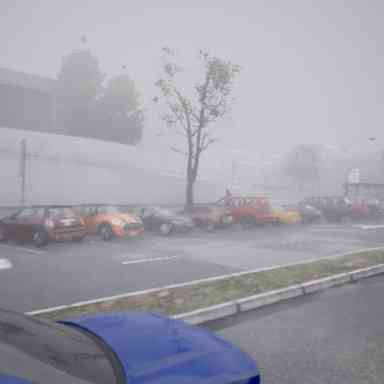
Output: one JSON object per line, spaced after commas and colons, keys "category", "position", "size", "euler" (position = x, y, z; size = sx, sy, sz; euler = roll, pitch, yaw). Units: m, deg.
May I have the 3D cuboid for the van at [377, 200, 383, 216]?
{"category": "van", "position": [15.170, 1.448, 30.785], "size": [4.442, 1.987, 1.878], "euler": [-1, -1, 35]}

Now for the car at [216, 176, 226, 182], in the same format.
{"category": "car", "position": [10.015, -3.383, 93.020], "size": [2.435, 2.045, 5.566], "euler": [7, 3, 34]}

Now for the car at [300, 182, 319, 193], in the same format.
{"category": "car", "position": [25.590, -0.678, 70.890], "size": [2.231, 1.521, 4.892], "euler": [7, 3, 35]}

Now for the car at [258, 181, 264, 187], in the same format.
{"category": "car", "position": [18.703, -1.728, 80.780], "size": [2.002, 1.452, 4.674], "euler": [7, 3, 35]}

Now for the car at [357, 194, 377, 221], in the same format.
{"category": "car", "position": [12.631, 1.403, 29.116], "size": [5.566, 2.045, 2.435], "euler": [-1, -1, 35]}

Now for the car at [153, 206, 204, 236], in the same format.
{"category": "car", "position": [-2.105, 1.537, 18.711], "size": [4.892, 1.521, 2.231], "euler": [-1, -1, 35]}

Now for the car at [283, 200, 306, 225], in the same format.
{"category": "car", "position": [5.081, 1.592, 24.028], "size": [5.366, 1.575, 1.946], "euler": [-1, -1, 35]}

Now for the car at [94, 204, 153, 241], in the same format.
{"category": "car", "position": [-4.572, 1.394, 16.987], "size": [4.553, 1.767, 2.185], "euler": [-1, -1, 35]}

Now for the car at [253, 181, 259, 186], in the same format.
{"category": "car", "position": [16.963, -2.002, 83.244], "size": [2.002, 1.452, 4.674], "euler": [7, 3, 35]}

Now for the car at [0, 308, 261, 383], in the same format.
{"category": "car", "position": [-1.704, 1.477, 1.917], "size": [5.008, 1.535, 1.882], "euler": [0, 0, -35]}

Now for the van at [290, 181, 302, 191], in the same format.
{"category": "van", "position": [23.833, -1.177, 73.254], "size": [1.878, 1.987, 4.442], "euler": [7, 3, 35]}

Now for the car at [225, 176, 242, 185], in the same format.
{"category": "car", "position": [11.863, -2.859, 90.758], "size": [1.946, 1.575, 5.366], "euler": [7, 3, 34]}

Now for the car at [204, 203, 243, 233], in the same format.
{"category": "car", "position": [0.315, 1.583, 20.457], "size": [4.792, 1.488, 2.163], "euler": [-1, -1, 35]}

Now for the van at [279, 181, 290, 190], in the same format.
{"category": "van", "position": [22.106, -1.450, 75.727], "size": [1.878, 1.987, 4.442], "euler": [7, 3, 35]}

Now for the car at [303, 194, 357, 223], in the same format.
{"category": "car", "position": [10.117, 1.383, 27.412], "size": [5.566, 2.045, 2.435], "euler": [-1, -1, 35]}

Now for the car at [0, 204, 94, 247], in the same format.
{"category": "car", "position": [-6.967, 1.378, 15.204], "size": [4.553, 1.767, 2.185], "euler": [-1, -1, 35]}

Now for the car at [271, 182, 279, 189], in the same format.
{"category": "car", "position": [20.533, -1.496, 78.459], "size": [1.946, 1.575, 5.366], "euler": [7, 3, 35]}

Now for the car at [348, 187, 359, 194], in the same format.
{"category": "car", "position": [30.796, -0.112, 63.501], "size": [2.435, 2.045, 5.566], "euler": [7, 3, 35]}

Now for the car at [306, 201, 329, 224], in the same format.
{"category": "car", "position": [7.688, 1.653, 25.655], "size": [4.674, 1.452, 2.002], "euler": [-1, -1, 35]}

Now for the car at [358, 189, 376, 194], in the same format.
{"category": "car", "position": [32.483, 0.450, 61.026], "size": [2.002, 1.452, 4.674], "euler": [7, 3, 35]}

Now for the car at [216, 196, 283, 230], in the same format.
{"category": "car", "position": [2.762, 1.322, 22.202], "size": [5.566, 2.045, 2.435], "euler": [-1, -1, 35]}
